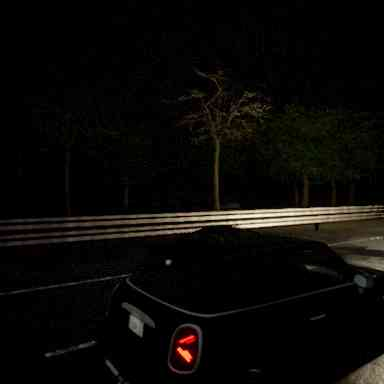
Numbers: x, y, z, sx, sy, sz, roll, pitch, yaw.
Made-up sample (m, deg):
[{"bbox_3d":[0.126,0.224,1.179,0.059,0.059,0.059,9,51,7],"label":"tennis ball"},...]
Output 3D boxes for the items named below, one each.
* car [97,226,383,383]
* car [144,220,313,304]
[{"bbox_3d":[1.165,1.375,4.577,4.553,1.767,2.097,0,0,-36],"label":"car"},{"bbox_3d":[1.083,1.603,8.814,4.181,1.385,1.994,0,0,-36],"label":"car"}]
